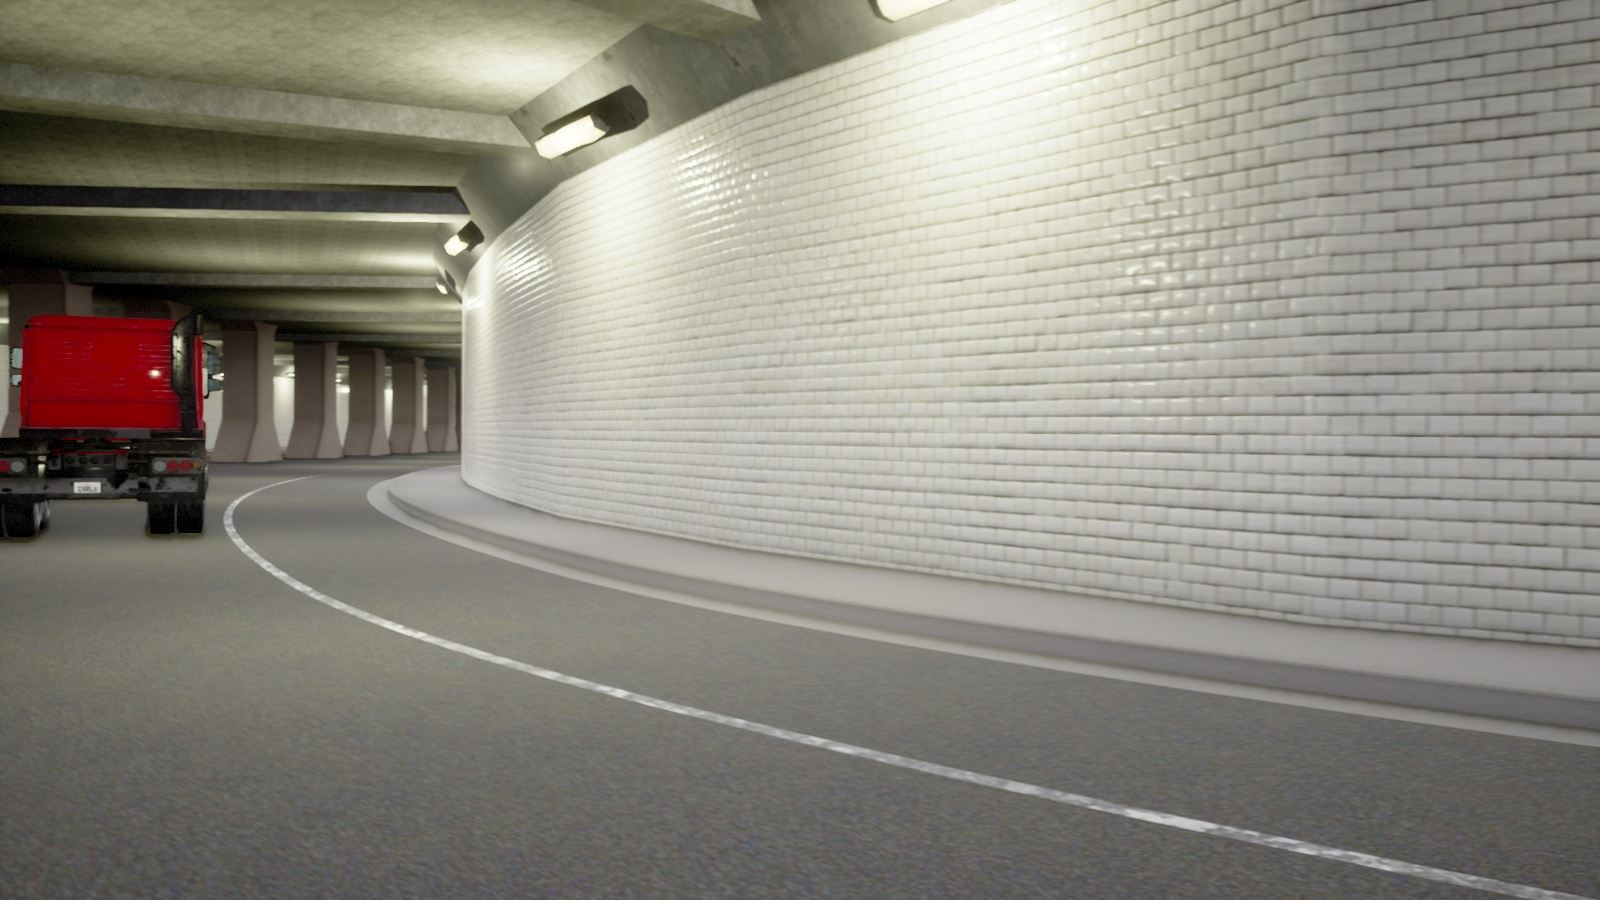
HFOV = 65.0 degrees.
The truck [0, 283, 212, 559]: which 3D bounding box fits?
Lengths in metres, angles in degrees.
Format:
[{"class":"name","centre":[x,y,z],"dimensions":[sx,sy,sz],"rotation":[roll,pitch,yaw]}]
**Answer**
[{"class":"truck","centre":[-10.890,-0.409,19.720],"dimensions":[2.891,3.462,7.936],"rotation":[-1,1,-26]}]
